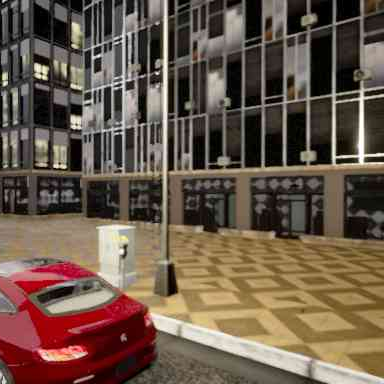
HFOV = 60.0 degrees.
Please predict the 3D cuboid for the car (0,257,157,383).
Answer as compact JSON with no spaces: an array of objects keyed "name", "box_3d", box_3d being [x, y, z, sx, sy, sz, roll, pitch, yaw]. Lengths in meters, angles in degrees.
[{"name":"car","box_3d":[-2.347,1.583,4.541,4.206,1.307,1.802,0,0,35]}]
